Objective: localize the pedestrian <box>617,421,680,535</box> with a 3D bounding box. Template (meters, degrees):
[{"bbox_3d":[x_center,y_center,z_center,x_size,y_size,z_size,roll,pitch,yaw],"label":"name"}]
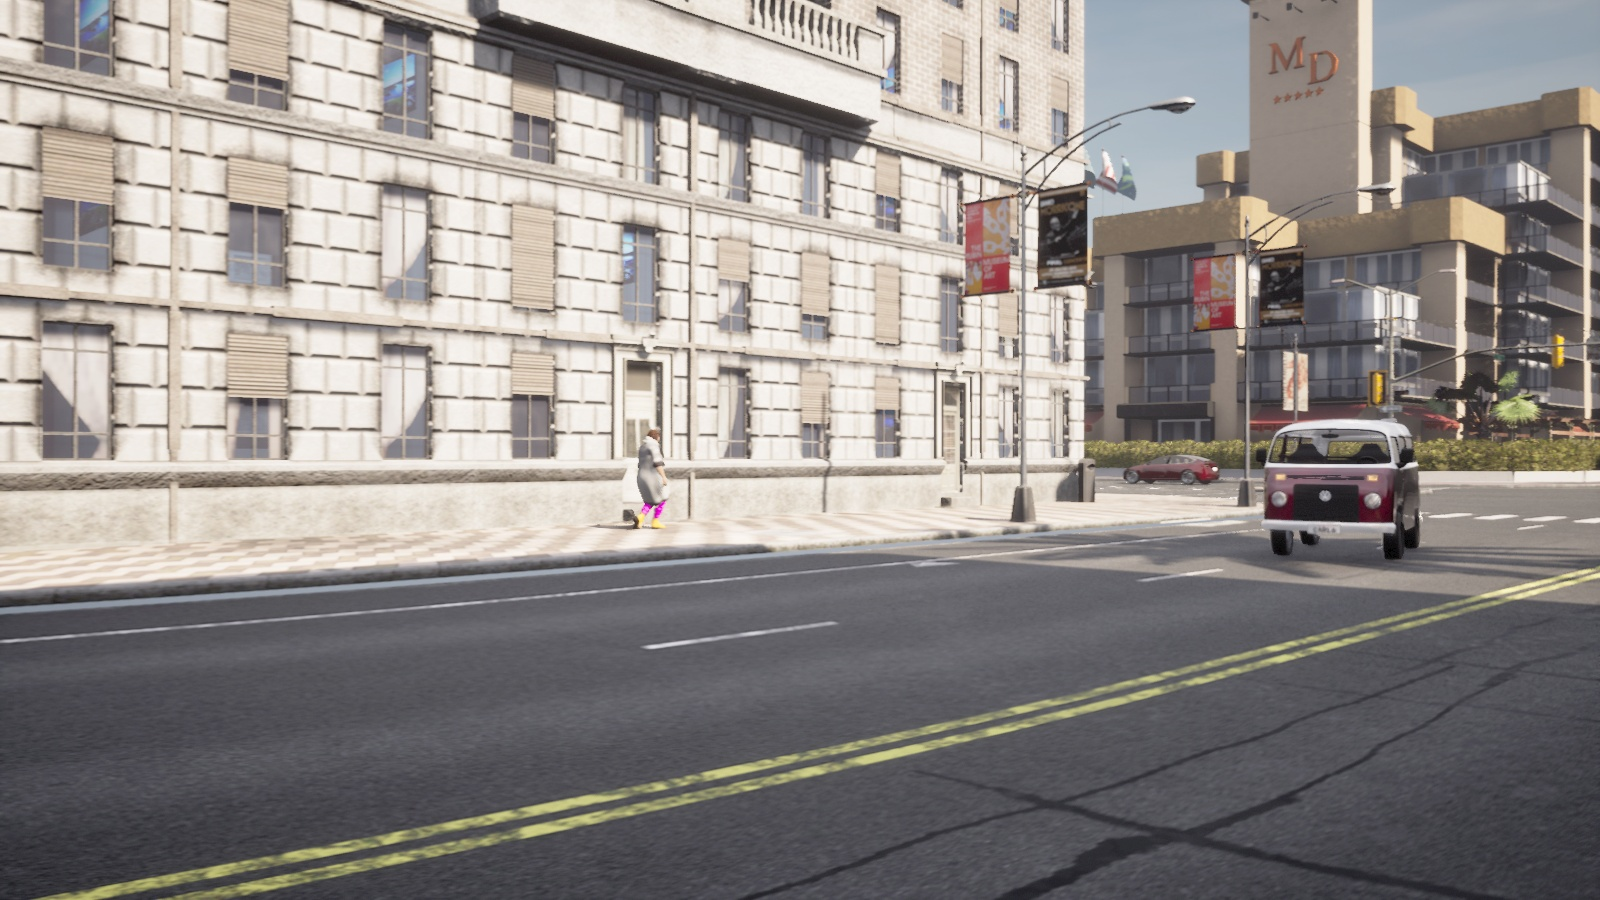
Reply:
[{"bbox_3d":[-2.664,0.479,22.057,0.873,1.952,0.659,0,0,-38],"label":"pedestrian"}]

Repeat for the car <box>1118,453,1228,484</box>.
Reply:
[{"bbox_3d":[18.532,0.895,62.493,4.792,1.488,2.163,0,0,45],"label":"car"}]

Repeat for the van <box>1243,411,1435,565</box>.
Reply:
[{"bbox_3d":[8.277,0.507,19.024,2.069,2.038,4.480,0,0,31],"label":"van"}]
